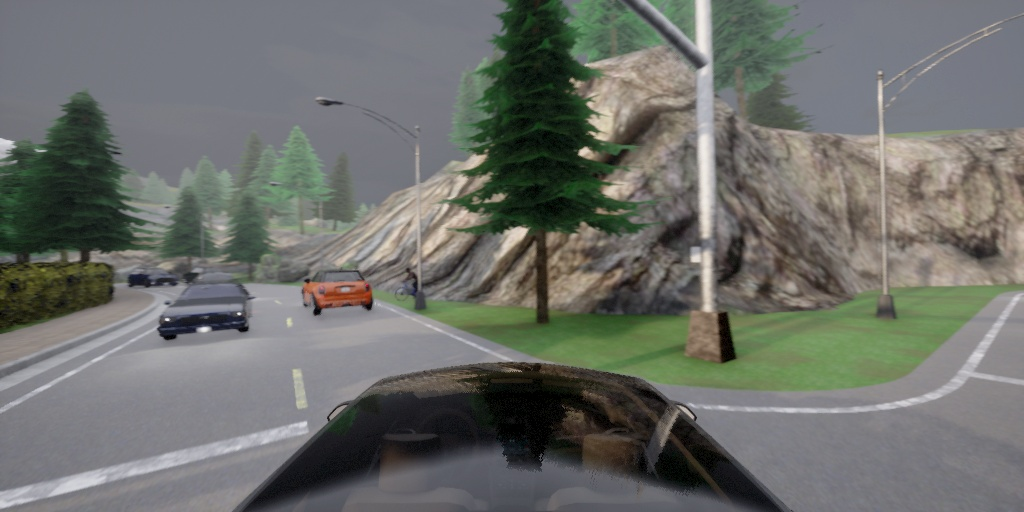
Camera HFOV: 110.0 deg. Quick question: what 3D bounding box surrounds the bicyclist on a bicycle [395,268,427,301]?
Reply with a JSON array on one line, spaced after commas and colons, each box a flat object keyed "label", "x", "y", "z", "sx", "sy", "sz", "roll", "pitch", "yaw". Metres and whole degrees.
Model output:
[{"label": "bicyclist on a bicycle", "x": -4.990, "y": 1.392, "z": 17.769, "sx": 1.656, "sy": 1.620, "sz": 0.582, "roll": -1, "pitch": 0, "yaw": -35}]

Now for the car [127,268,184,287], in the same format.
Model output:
[{"label": "car", "x": -31.979, "y": 1.869, "z": 31.973, "sx": 4.553, "sy": 1.767, "sz": 2.097, "roll": -1, "pitch": 0, "yaw": 25}]

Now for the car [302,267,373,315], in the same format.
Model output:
[{"label": "car", "x": -7.453, "y": 1.316, "z": 15.111, "sx": 2.097, "sy": 1.767, "sz": 4.553, "roll": -1, "pitch": 0, "yaw": -36}]

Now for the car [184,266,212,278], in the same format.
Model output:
[{"label": "car", "x": -29.646, "y": 1.824, "z": 34.577, "sx": 4.553, "sy": 1.767, "sz": 2.097, "roll": -1, "pitch": 0, "yaw": 28}]

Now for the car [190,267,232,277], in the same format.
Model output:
[{"label": "car", "x": -17.573, "y": 1.679, "z": 21.292, "sx": 4.892, "sy": 1.490, "sz": 1.837, "roll": 1, "pitch": 1, "yaw": 45}]

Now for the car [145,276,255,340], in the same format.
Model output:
[{"label": "car", "x": -9.314, "y": 1.520, "z": 11.285, "sx": 2.033, "sy": 1.411, "sz": 5.357, "roll": -1, "pitch": 0, "yaw": -34}]
